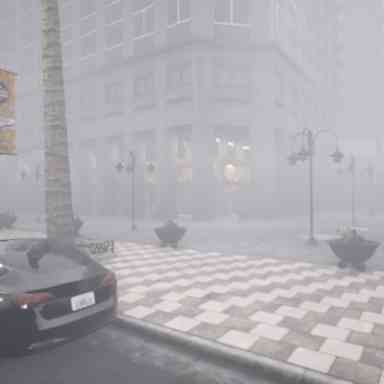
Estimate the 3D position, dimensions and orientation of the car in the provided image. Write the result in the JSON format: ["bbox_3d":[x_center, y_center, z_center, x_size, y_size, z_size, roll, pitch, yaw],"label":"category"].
[{"bbox_3d":[-3.418,1.566,5.916,4.786,1.482,2.161,-1,0,35],"label":"car"}]
